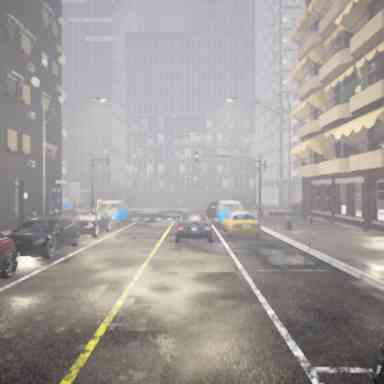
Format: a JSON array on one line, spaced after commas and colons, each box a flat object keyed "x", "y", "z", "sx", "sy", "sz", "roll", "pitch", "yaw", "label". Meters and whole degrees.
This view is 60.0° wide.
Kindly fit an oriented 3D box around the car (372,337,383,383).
[{"x": 2.680, "y": 1.564, "z": 1.681, "sx": 2.008, "sy": 1.369, "sz": 4.403, "roll": -1, "pitch": 0, "yaw": 0, "label": "car"}]

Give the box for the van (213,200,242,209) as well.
[{"x": 2.676, "y": 1.521, "z": 24.089, "sx": 1.690, "sy": 1.788, "sz": 3.998, "roll": -1, "pitch": 0, "yaw": 0, "label": "van"}]

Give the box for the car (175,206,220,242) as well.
[{"x": 0.099, "y": 1.675, "z": 17.056, "sx": 2.033, "sy": 1.411, "sz": 5.357, "roll": 0, "pitch": 0, "yaw": 0, "label": "car"}]

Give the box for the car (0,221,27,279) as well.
[{"x": -5.702, "y": 1.495, "z": 7.312, "sx": 1.967, "sy": 1.590, "sz": 4.097, "roll": -1, "pitch": 0, "yaw": 0, "label": "car"}]

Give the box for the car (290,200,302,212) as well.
[{"x": 15.236, "y": 1.669, "z": 43.420, "sx": 5.009, "sy": 1.841, "sz": 2.192, "roll": 0, "pitch": 0, "yaw": 0, "label": "car"}]

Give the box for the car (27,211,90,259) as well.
[{"x": -5.701, "y": 1.662, "z": 12.912, "sx": 1.947, "sy": 1.339, "sz": 4.313, "roll": -1, "pitch": 0, "yaw": 0, "label": "car"}]

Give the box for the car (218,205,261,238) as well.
[{"x": 2.679, "y": 1.664, "z": 18.656, "sx": 1.752, "sy": 1.417, "sz": 4.829, "roll": -1, "pitch": 0, "yaw": 0, "label": "car"}]

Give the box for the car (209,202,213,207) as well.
[{"x": 3.656, "y": 1.675, "z": 35.544, "sx": 2.097, "sy": 1.767, "sz": 4.553, "roll": 1, "pitch": 0, "yaw": 42, "label": "car"}]

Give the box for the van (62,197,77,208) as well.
[{"x": -17.154, "y": 1.531, "z": 43.612, "sx": 3.998, "sy": 1.788, "sz": 1.690, "roll": 0, "pitch": 0, "yaw": 0, "label": "van"}]

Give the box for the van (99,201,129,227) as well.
[{"x": -5.704, "y": 1.520, "z": 24.118, "sx": 1.690, "sy": 1.788, "sz": 3.998, "roll": -1, "pitch": 0, "yaw": 0, "label": "van"}]

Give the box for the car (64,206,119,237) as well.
[{"x": -5.701, "y": 1.688, "z": 18.515, "sx": 2.008, "sy": 1.369, "sz": 4.403, "roll": -1, "pitch": 0, "yaw": 0, "label": "car"}]
